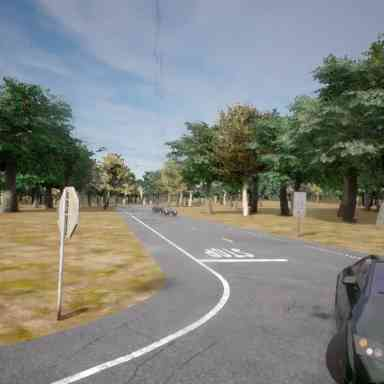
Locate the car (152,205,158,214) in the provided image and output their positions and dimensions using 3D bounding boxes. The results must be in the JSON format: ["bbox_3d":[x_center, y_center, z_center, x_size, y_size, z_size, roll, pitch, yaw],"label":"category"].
[{"bbox_3d":[-5.665,2.961,56.886,1.882,1.535,5.008,3,-2,-14],"label":"car"}]

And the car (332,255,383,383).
[{"bbox_3d":[3.109,1.643,4.624,1.994,1.385,4.181,1,-1,22],"label":"car"}]

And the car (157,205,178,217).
[{"bbox_3d":[-3.421,2.850,48.036,1.895,1.301,4.718,3,-2,-13],"label":"car"}]
